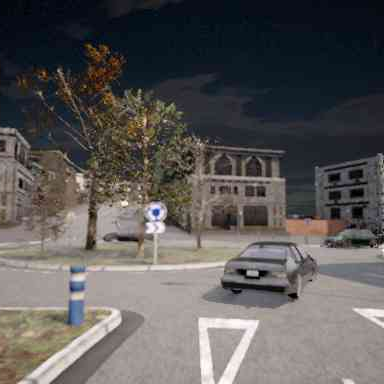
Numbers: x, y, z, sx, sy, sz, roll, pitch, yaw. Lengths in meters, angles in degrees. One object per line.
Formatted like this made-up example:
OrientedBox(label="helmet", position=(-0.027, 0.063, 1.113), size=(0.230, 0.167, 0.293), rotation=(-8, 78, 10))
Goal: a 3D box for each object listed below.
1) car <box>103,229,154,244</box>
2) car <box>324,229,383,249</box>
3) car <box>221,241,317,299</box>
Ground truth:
OrientedBox(label="car", position=(-6.189, 4.323, 32.562), size=(4.902, 1.511, 2.128), rotation=(2, -6, -11))
OrientedBox(label="car", position=(13.865, 4.019, 29.086), size=(4.553, 1.767, 2.097), rotation=(3, -6, -17))
OrientedBox(label="car", position=(2.610, 2.237, 10.285), size=(2.033, 1.411, 5.357), rotation=(-3, -6, 27))
